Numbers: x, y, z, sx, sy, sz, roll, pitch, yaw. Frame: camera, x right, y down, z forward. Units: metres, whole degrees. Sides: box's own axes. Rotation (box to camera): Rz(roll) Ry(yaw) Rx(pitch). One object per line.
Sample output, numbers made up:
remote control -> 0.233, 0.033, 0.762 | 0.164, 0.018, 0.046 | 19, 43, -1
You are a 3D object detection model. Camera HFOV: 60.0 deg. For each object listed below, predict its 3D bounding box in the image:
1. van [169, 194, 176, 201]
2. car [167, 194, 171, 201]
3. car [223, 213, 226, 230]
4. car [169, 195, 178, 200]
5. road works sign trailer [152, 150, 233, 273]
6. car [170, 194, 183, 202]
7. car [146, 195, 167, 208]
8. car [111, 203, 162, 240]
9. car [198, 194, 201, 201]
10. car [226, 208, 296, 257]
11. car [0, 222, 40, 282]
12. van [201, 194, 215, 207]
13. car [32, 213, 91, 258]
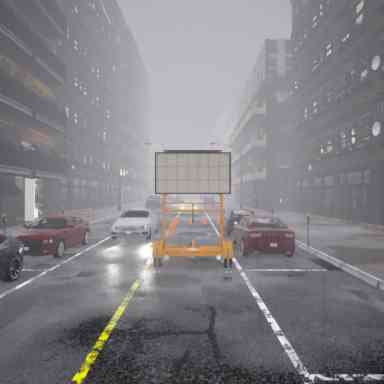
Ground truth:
van -> -5.107, 1.359, 86.504 | 1.690, 1.788, 3.998 | 1, 0, 0
car -> -5.133, 1.330, 75.162 | 2.192, 1.841, 5.009 | 1, 0, 0
car -> 2.616, 1.555, 18.466 | 2.008, 1.369, 4.403 | 1, 0, 0
car -> -5.097, 1.570, 92.174 | 2.008, 1.369, 4.403 | 1, 0, 0
road works sign trailer -> 0.028, 0.467, 10.647 | 2.380, 3.560, 2.880 | 0, 0, 0
car -> -2.607, 1.538, 63.058 | 1.812, 1.442, 4.674 | 0, 0, 0
car -> -5.197, 1.324, 46.808 | 2.192, 1.841, 5.009 | 1, 0, 0
car -> -2.811, 1.529, 17.073 | 1.812, 1.442, 4.674 | 0, 0, 0
car -> 2.773, 1.333, 86.516 | 2.192, 1.841, 5.009 | 1, 0, 0
car -> 2.603, 1.547, 12.795 | 1.887, 1.381, 4.507 | 1, 0, 0
car -> -5.290, 1.567, 7.112 | 1.947, 1.339, 4.313 | 1, 0, 0
van -> 2.696, 1.351, 52.491 | 1.690, 1.788, 3.998 | 1, 0, 0
car -> -5.277, 1.547, 12.783 | 1.887, 1.381, 4.507 | 1, 0, 0
